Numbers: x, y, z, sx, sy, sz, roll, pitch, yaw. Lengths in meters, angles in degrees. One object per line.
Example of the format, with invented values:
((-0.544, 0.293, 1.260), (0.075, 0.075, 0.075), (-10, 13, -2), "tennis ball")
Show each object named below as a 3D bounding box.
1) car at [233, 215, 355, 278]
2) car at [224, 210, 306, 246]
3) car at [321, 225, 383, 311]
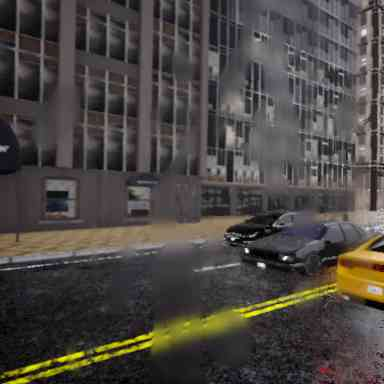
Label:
((4.045, 1.608, 10.560), (5.357, 1.411, 2.033), (0, 0, -36), "car")
((3.552, 1.576, 14.198), (4.892, 1.490, 1.837), (0, 0, -35), "car")
((5.125, 1.531, 7.077), (5.008, 1.535, 1.882), (0, 0, -35), "car")
